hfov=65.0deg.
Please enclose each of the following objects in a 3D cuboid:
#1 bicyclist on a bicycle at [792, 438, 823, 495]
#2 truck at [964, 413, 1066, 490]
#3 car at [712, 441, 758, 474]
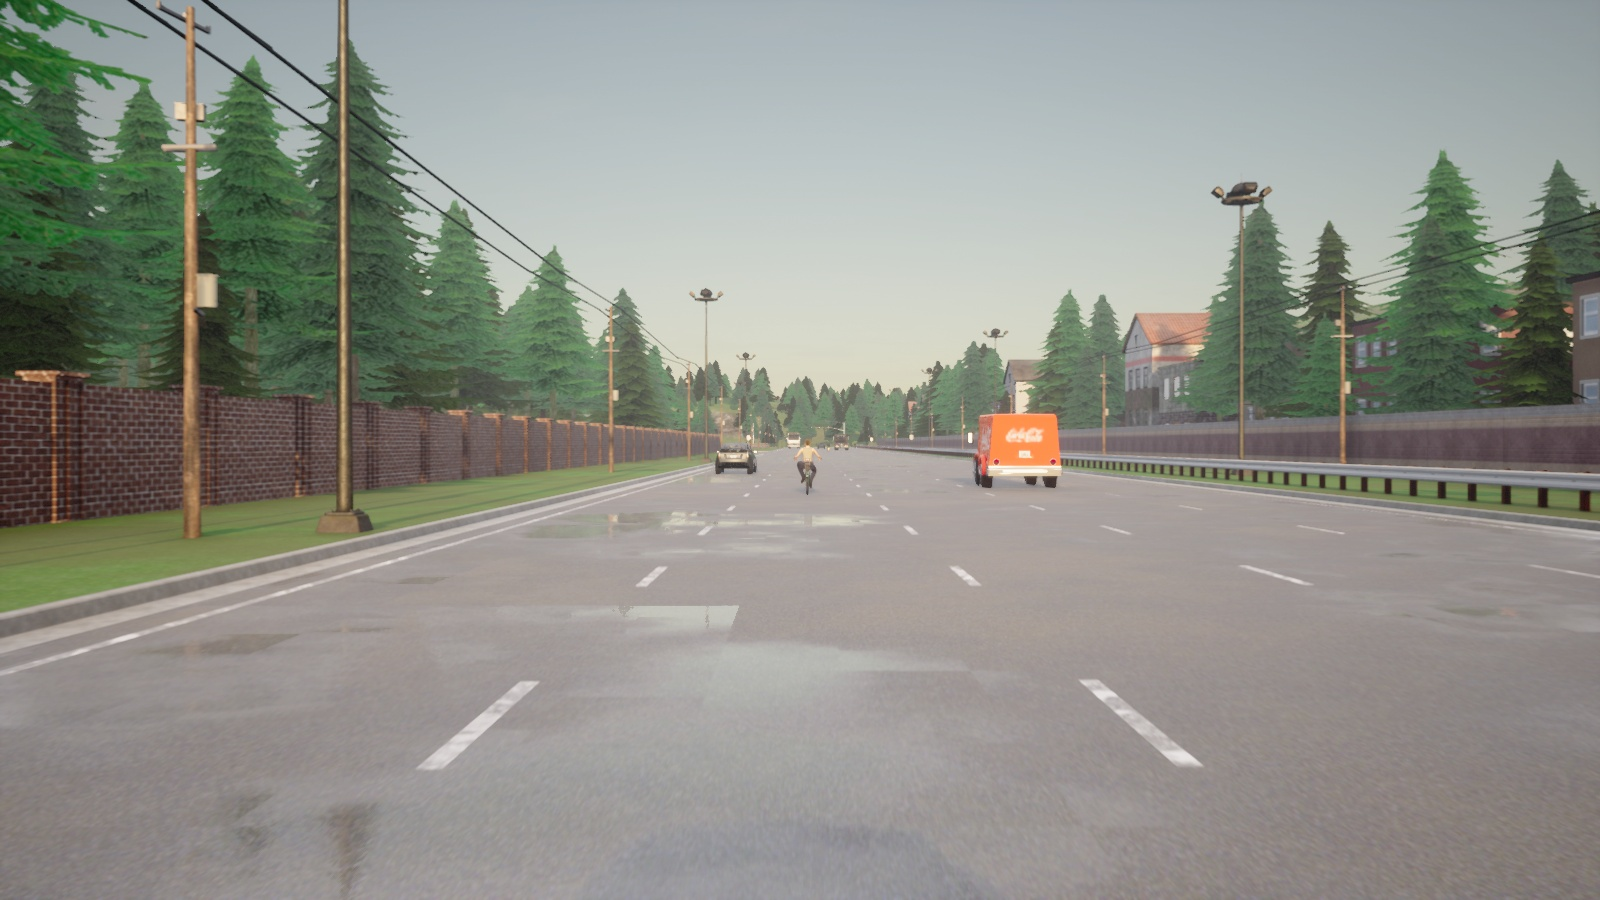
[{"bbox_3d":[0.220,0.477,36.467,0.866,1.612,1.509,0,0,1],"label":"bicyclist on a bicycle"},{"bbox_3d":[7.260,0.023,43.001,2.627,2.467,5.204,0,0,0],"label":"truck"},{"bbox_3d":[-3.134,0.343,61.541,2.007,1.525,4.514,0,0,0],"label":"car"}]
